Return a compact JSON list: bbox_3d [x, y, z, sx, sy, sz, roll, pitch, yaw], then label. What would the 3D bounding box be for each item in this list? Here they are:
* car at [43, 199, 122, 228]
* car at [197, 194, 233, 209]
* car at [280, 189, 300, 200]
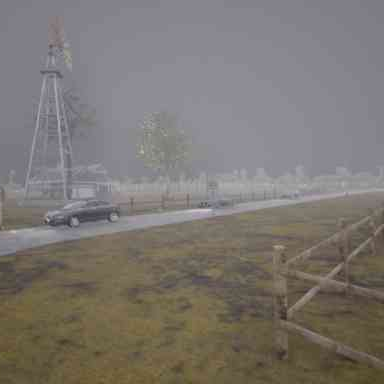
[{"bbox_3d":[-6.346,1.197,19.775,1.837,1.490,4.892,-2,1,34],"label":"car"},{"bbox_3d":[2.242,0.890,31.992,1.994,1.385,4.181,-1,1,35],"label":"car"},{"bbox_3d":[14.509,0.337,49.173,1.837,1.490,4.892,-1,0,35],"label":"car"}]
